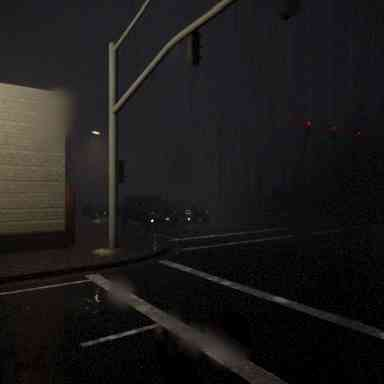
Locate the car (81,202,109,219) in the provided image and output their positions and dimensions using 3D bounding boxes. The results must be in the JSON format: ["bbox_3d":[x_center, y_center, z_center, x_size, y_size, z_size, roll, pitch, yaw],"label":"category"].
[{"bbox_3d":[-8.550,1.619,30.013,1.994,1.385,4.181,0,0,-35],"label":"car"}]

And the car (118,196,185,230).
[{"bbox_3d":[-3.084,1.277,22.348,2.150,2.045,5.566,0,0,-36],"label":"car"}]

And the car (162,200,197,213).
[{"bbox_3d":[-1.515,1.619,38.538,1.994,1.385,4.181,0,0,-36],"label":"car"}]

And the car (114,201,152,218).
[{"bbox_3d":[-5.737,1.619,32.089,1.994,1.385,4.181,0,0,-35],"label":"car"}]

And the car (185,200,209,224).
[{"bbox_3d":[-0.717,1.407,25.061,2.097,1.767,4.553,0,0,-36],"label":"car"}]

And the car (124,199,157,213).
[{"bbox_3d":[-6.109,1.581,38.913,1.812,1.442,4.674,0,0,-36],"label":"car"}]
